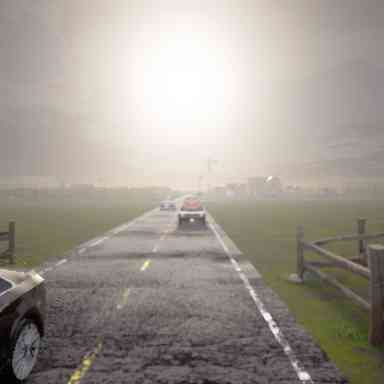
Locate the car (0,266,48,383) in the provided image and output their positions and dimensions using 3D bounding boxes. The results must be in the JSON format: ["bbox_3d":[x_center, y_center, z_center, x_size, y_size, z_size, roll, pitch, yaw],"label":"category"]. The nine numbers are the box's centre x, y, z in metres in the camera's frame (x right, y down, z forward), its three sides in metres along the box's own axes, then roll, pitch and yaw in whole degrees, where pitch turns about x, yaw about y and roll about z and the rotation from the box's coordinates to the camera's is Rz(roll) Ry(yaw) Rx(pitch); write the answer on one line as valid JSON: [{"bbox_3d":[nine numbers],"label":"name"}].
[{"bbox_3d":[-2.857,1.486,2.556,2.128,1.511,4.902,0,0,0],"label":"car"}]

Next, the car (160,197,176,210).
[{"bbox_3d":[-3.026,1.451,42.452,2.128,1.511,4.902,0,0,0],"label":"car"}]

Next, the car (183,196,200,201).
[{"bbox_3d":[-0.083,1.310,41.285,2.097,1.767,4.553,0,0,0],"label":"car"}]

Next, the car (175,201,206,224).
[{"bbox_3d":[-0.006,1.571,24.130,1.895,1.301,4.718,0,0,0],"label":"car"}]
